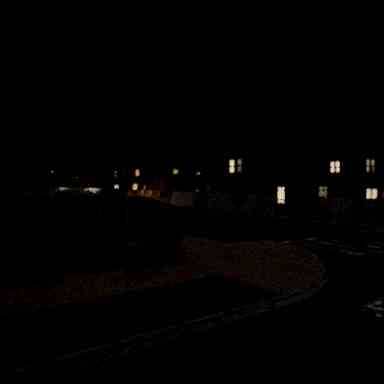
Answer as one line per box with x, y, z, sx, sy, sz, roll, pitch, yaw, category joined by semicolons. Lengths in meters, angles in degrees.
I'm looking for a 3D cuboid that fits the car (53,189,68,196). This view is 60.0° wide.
-21.860;0.225;55.691;2.128;1.511;4.902;1;1;-36;car

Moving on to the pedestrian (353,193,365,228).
8.898;0.986;17.802;0.375;1.860;0.375;3;-1;-36;pedestrian

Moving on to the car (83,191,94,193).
-13.944;0.591;44.657;1.994;1.385;4.181;1;1;-36;car
